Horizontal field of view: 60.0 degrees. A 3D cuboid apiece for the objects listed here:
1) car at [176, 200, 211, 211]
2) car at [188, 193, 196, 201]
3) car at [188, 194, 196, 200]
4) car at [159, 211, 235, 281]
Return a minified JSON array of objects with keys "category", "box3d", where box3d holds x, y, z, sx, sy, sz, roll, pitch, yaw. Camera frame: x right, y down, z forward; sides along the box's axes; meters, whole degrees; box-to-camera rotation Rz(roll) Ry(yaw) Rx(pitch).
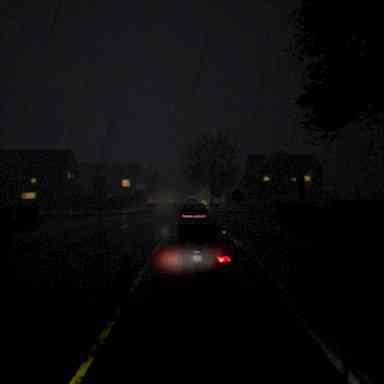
[{"category":"car","box3d":[0.097,1.455,19.402,2.128,1.511,4.902,0,0,0]},{"category":"car","box3d":[-0.008,1.242,81.929,2.097,1.767,4.553,0,0,0]},{"category":"car","box3d":[-0.007,1.570,71.941,1.895,1.301,4.718,0,0,0]},{"category":"car","box3d":[0.096,1.527,9.817,2.033,1.411,5.357,0,0,0]}]
